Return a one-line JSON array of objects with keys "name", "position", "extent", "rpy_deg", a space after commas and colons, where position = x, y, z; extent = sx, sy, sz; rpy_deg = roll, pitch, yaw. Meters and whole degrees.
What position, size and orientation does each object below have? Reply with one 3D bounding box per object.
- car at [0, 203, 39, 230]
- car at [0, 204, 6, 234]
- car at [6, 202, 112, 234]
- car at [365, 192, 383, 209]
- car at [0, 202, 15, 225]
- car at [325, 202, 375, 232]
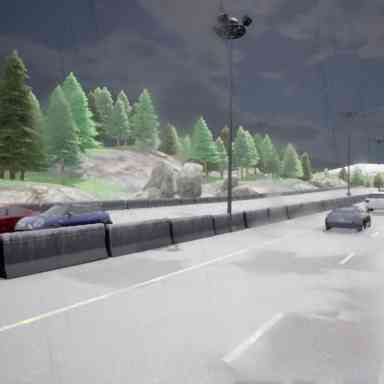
[{"name": "car", "position": [-12.114, 1.503, 20.169], "extent": [1.837, 1.490, 4.892], "rpy_deg": [0, 0, 35]}, {"name": "car", "position": [-10.082, 1.479, 16.981], "extent": [1.882, 1.535, 5.008], "rpy_deg": [0, 0, 35]}, {"name": "car", "position": [-6.195, 1.348, 16.416], "extent": [2.097, 1.767, 4.553], "rpy_deg": [0, 0, 35]}, {"name": "car", "position": [18.654, 1.009, 33.020], "extent": [2.150, 2.045, 5.566], "rpy_deg": [0, 1, 35]}, {"name": "car", "position": [-14.905, 1.490, 22.285], "extent": [2.128, 1.511, 4.902], "rpy_deg": [0, 0, 35]}, {"name": "car", "position": [9.395, 1.505, 19.930], "extent": [1.994, 1.385, 4.181], "rpy_deg": [0, 0, 35]}]
